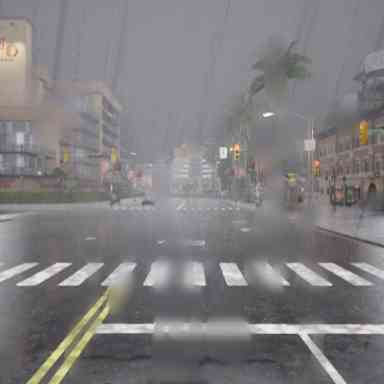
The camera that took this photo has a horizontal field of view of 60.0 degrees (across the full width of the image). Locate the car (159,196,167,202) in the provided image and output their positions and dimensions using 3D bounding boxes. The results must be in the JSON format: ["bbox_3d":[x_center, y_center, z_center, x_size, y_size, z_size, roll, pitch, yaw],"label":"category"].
[{"bbox_3d":[-6.986,1.543,78.120,1.994,1.385,4.181,0,0,0],"label":"car"}]

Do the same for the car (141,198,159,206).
[{"bbox_3d":[-6.988,1.605,53.548,1.895,1.301,4.718,0,0,0],"label":"car"}]
